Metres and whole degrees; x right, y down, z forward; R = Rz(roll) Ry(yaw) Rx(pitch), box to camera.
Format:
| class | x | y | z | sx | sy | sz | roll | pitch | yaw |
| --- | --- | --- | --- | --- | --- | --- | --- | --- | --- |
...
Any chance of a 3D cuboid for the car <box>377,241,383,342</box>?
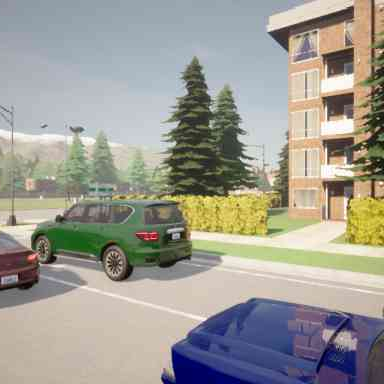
| class | x | y | z | sx | sy | sz | roll | pitch | yaw |
| --- | --- | --- | --- | --- | --- | --- | --- | --- | --- |
| car | 5.091 | 1.564 | 4.665 | 4.181 | 1.385 | 1.994 | 0 | 0 | 35 |

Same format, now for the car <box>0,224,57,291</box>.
| class | x | y | z | sx | sy | sz | roll | pitch | yaw |
| --- | --- | --- | --- | --- | --- | --- | --- | --- | --- |
| car | -5.385 | 1.526 | 7.779 | 4.674 | 1.442 | 1.812 | 0 | 0 | 36 |

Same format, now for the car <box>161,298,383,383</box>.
| class | x | y | z | sx | sy | sz | roll | pitch | yaw |
| --- | --- | --- | --- | --- | --- | --- | --- | --- | --- |
| car | 2.054 | 1.601 | 2.531 | 4.718 | 1.301 | 1.895 | 0 | 0 | 35 |

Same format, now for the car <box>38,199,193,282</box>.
| class | x | y | z | sx | sy | sz | roll | pitch | yaw |
| --- | --- | --- | --- | --- | --- | --- | --- | --- | --- |
| car | -2.580 | 1.221 | 10.071 | 5.566 | 2.045 | 2.150 | 0 | 0 | 36 |
